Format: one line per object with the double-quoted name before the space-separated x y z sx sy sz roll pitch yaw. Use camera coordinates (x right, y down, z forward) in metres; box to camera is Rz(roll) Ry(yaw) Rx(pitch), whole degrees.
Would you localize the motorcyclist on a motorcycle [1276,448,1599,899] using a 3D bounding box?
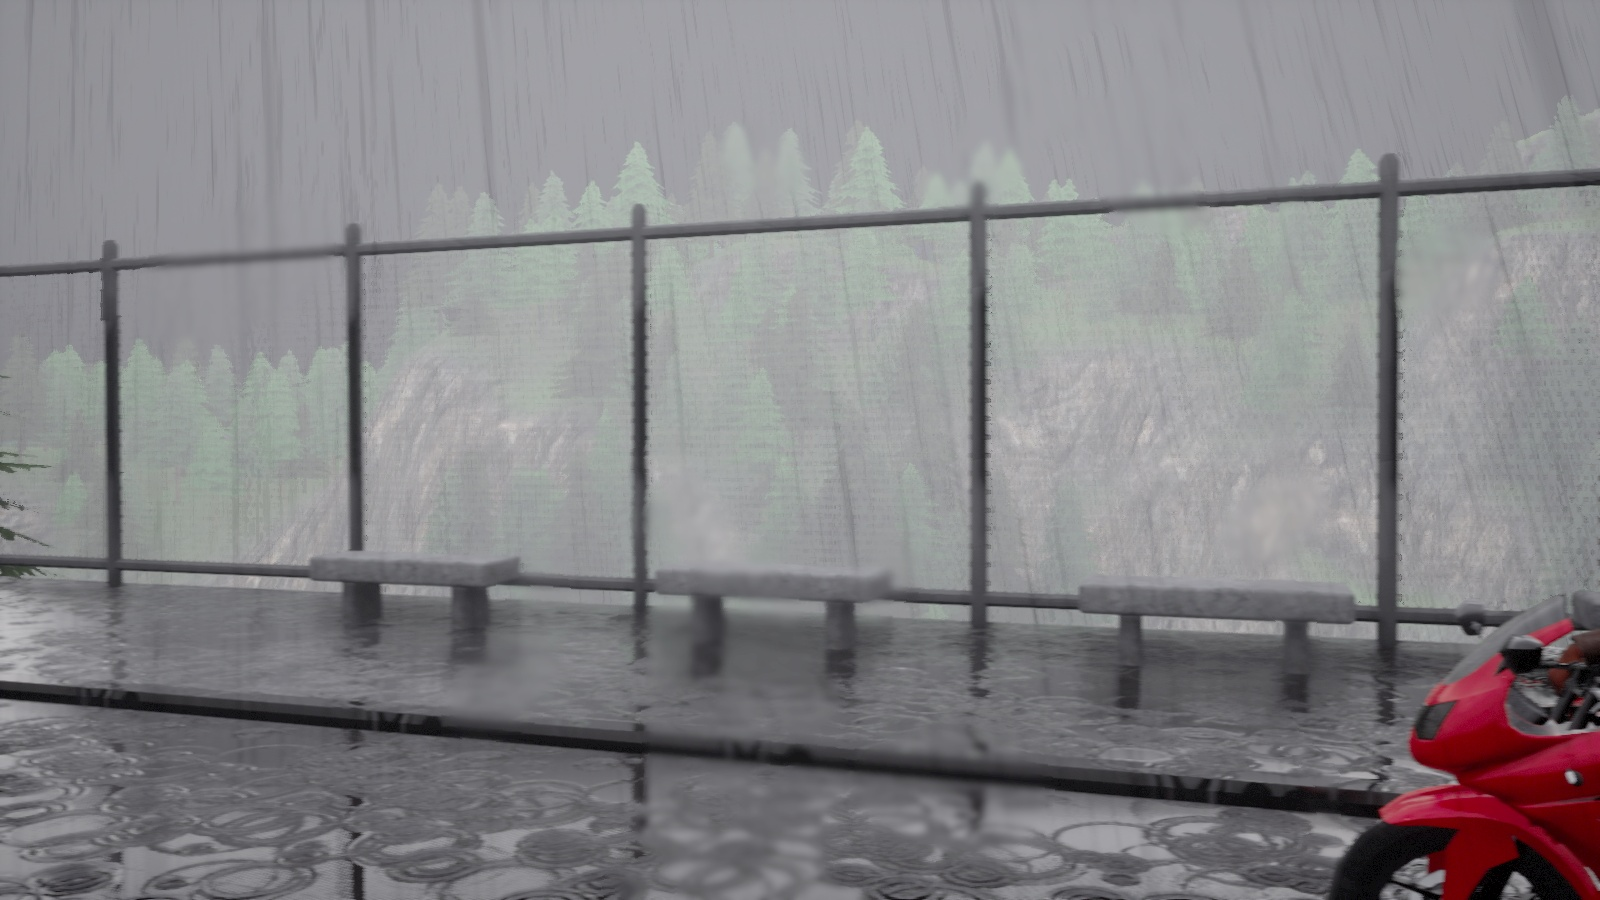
"motorcyclist on a motorcycle" 2.238 0.770 2.968 2.044 1.523 0.797 1 1 19
